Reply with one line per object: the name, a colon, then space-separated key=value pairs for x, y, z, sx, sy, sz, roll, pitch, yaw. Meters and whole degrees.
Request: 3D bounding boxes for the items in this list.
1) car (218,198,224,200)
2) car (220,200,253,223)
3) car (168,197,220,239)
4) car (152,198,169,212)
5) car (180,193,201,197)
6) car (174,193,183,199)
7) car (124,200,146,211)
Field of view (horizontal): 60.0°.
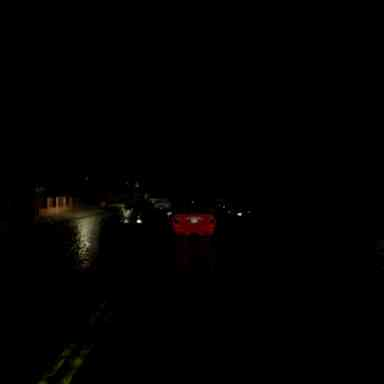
car: x=3.331 y=1.465 z=42.517 sx=1.812 sy=1.442 sz=4.674 roll=0 pitch=0 yaw=0
car: x=3.347 y=1.531 z=25.355 sx=1.994 sy=1.385 sz=4.181 roll=0 pitch=0 yaw=0
car: x=0.100 y=1.331 z=17.189 sx=2.097 sy=1.767 sz=4.553 roll=0 pitch=0 yaw=0
car: x=-3.348 y=1.471 z=38.548 sx=1.812 sy=1.442 sz=4.674 roll=0 pitch=0 yaw=0
car: x=0.098 y=1.170 z=37.282 sx=2.150 sy=2.045 sz=5.566 roll=0 pitch=0 yaw=0
car: x=-3.260 y=1.034 z=78.962 sx=1.994 sy=1.385 sz=4.181 roll=0 pitch=0 yaw=0
car: x=-6.601 y=1.546 z=38.756 sx=1.895 sy=1.301 sz=4.718 roll=0 pitch=0 yaw=0
